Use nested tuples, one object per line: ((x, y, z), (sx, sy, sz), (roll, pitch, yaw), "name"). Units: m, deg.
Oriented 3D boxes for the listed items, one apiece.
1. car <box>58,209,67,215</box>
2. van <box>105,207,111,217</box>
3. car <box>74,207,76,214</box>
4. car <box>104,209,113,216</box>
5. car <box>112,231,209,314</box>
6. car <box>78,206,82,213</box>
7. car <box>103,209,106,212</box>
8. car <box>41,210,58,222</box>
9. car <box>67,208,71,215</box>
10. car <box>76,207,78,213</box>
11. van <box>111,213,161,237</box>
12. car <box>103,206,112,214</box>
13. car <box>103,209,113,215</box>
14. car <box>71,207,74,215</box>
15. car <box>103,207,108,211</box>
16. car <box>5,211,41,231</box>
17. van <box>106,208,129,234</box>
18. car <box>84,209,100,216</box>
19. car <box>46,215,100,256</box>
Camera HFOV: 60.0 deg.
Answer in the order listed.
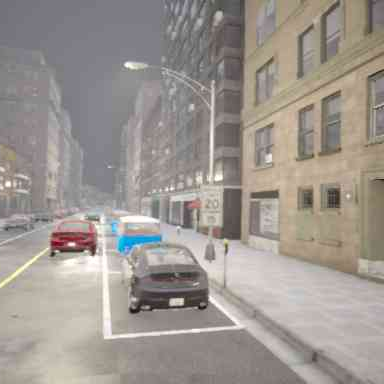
((-20.466, 3.348, 50.173), (1.887, 1.381, 4.507), (2, -3, -15), "car")
((-6.784, 2.573, 30.343), (1.690, 1.788, 3.998), (2, -3, -15), "van")
((-24.917, 4.005, 66.616), (1.947, 1.339, 4.313), (2, -3, -15), "car")
((-18.655, 4.475, 74.183), (1.887, 1.381, 4.507), (2, -3, -15), "car")
((-0.856, 1.929, 8.409), (2.008, 1.369, 4.403), (2, -3, -15), "car")
((-29.363, 4.515, 83.064), (1.967, 1.590, 4.097), (2, -3, -15), "car")
((-11.283, 3.401, 46.942), (1.752, 1.417, 4.829), (2, -3, -15), "car")
((-17.500, 2.944, 39.209), (1.947, 1.339, 4.313), (2, -3, -15), "car")
((-21.950, 3.566, 55.654), (2.008, 1.369, 4.403), (2, -3, -15), "car")
((-26.397, 4.091, 72.102), (1.967, 1.590, 4.097), (2, -3, -15), "car")
((-2.334, 1.933, 13.899), (1.690, 1.788, 3.998), (2, -3, -15), "van")
((-21.616, 4.669, 85.156), (2.192, 1.841, 5.009), (2, -3, -15), "car")
((-20.139, 4.693, 79.664), (2.008, 1.369, 4.403), (2, -3, -15), "car")
((-23.433, 3.772, 61.135), (1.887, 1.381, 4.507), (2, -3, -15), "car")
((-15.689, 4.051, 63.221), (1.887, 1.381, 4.507), (2, -3, -15), "car")
((-14.533, 2.503, 28.248), (2.008, 1.369, 4.403), (2, -3, -15), "car")
((-5.301, 2.360, 24.861), (1.690, 1.788, 3.998), (2, -3, -15), "van")
((-12.794, 3.253, 42.784), (1.895, 1.301, 4.718), (2, -3, -15), "car")
((-5.562, 2.090, 16.030), (1.882, 1.535, 5.008), (2, -3, -15), "car")
